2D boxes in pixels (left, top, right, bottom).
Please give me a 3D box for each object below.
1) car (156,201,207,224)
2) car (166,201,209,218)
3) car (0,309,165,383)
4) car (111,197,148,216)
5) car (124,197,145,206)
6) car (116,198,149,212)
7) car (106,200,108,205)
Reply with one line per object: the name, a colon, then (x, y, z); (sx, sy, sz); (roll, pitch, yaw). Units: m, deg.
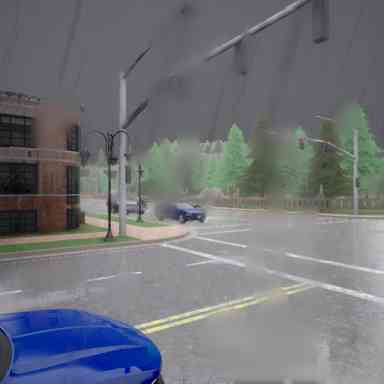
car: (-0.919, 1.478, 25.274); (1.882, 1.535, 5.008); (0, 0, -35)
car: (-0.491, 1.564, 30.776); (1.994, 1.385, 4.181); (0, 0, -35)
car: (-2.501, 1.478, 1.957); (5.008, 1.535, 1.882); (0, 0, -36)
car: (-6.346, 1.526, 33.050); (1.812, 1.442, 4.674); (0, 0, -35)
car: (-9.828, 1.526, 56.668); (1.812, 1.442, 4.674); (0, 0, -35)
car: (-7.354, 1.547, 40.661); (2.033, 1.411, 5.357); (0, 0, -35)
car: (-12.626, 1.564, 54.562); (1.994, 1.385, 4.181); (0, 0, -35)
